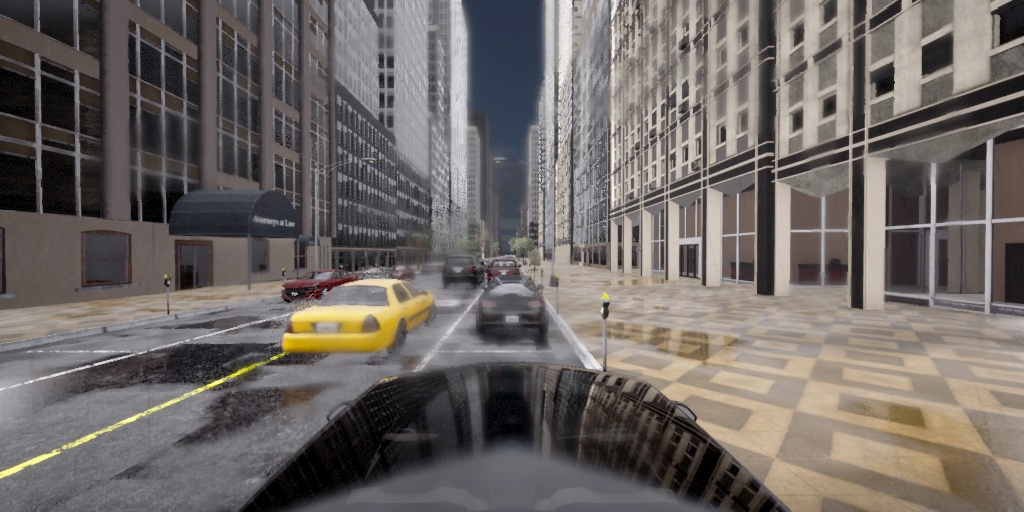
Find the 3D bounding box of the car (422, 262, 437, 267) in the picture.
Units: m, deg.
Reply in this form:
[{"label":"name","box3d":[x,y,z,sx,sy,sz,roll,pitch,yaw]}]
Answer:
[{"label":"car","box3d":[-8.837,1.293,39.574,2.007,1.370,4.403,0,0,0]}]

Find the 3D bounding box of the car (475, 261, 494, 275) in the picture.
[{"label":"car","box3d":[-3.070,1.268,40.544,1.812,1.442,4.674,0,0,0]}]

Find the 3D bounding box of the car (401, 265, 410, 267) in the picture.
[{"label":"car","box3d":[-8.837,1.327,28.206,1.802,1.307,4.207,0,0,0]}]

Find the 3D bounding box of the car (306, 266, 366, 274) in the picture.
[{"label":"car","box3d":[-8.837,1.292,16.839,1.888,1.381,4.507,0,0,0]}]

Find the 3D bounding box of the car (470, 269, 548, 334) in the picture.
[{"label":"car","box3d":[0.003,1.274,10.501,1.812,1.442,4.674,0,0,0]}]

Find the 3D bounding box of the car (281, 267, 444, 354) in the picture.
[{"label":"car","box3d":[-3.147,1.204,8.671,1.801,1.575,5.366,0,0,0]}]

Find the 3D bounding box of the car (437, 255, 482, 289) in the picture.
[{"label":"car","box3d":[-3.079,0.970,23.415,2.150,2.045,5.566,0,0,0]}]

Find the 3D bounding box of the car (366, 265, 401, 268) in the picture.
[{"label":"car","box3d":[-8.838,1.297,22.523,2.007,1.370,4.403,0,0,0]}]

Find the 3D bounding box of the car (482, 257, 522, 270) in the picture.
[{"label":"car","box3d":[-0.457,1.061,22.523,2.192,1.841,5.009,0,0,0]}]
